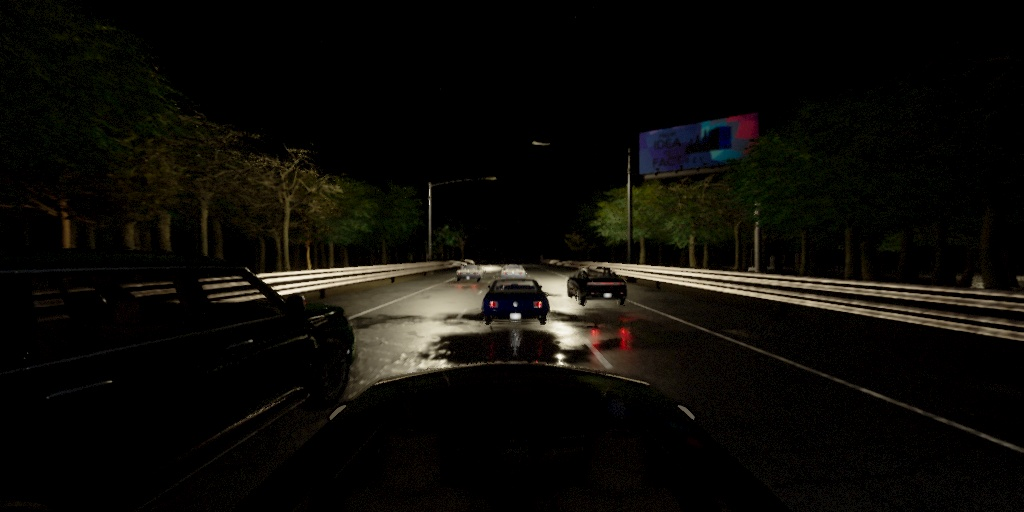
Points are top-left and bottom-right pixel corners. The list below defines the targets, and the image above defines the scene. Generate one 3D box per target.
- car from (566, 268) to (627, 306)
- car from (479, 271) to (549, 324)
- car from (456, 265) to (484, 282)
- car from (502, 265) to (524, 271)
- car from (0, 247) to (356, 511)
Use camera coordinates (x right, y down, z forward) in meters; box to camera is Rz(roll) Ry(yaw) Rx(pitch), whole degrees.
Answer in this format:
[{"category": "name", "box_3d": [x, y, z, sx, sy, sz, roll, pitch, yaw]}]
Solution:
[{"category": "car", "box_3d": [3.599, 1.263, 15.902, 2.128, 1.511, 4.902, 0, 0, 0]}, {"category": "car", "box_3d": [0.101, 1.367, 12.078, 1.895, 1.301, 4.718, 0, 0, 0]}, {"category": "car", "box_3d": [-3.401, 1.395, 29.878, 1.895, 1.301, 4.718, 0, 0, 0]}, {"category": "car", "box_3d": [0.100, 1.394, 29.798, 1.895, 1.301, 4.718, 0, 0, 0]}, {"category": "car", "box_3d": [-3.399, 0.973, 3.005, 2.150, 2.045, 5.566, 0, 0, 0]}]
